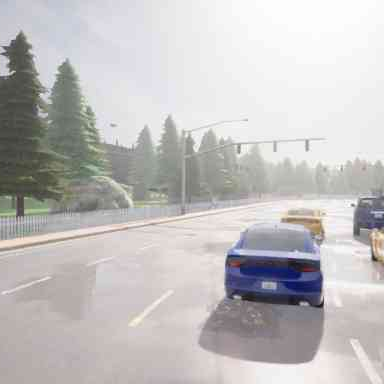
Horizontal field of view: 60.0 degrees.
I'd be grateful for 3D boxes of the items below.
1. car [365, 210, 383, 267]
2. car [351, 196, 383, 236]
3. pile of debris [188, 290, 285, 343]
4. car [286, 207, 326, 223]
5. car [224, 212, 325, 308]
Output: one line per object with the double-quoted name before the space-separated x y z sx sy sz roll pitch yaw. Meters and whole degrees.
"car" 6.150 1.478 9.041 1.882 1.535 5.008 0 0 21
"car" 9.997 1.221 18.153 2.150 2.045 5.566 0 0 26
"pile of debris" 0.911 2.175 6.049 1.500 0.140 1.860 0 0 16
"car" 5.721 1.478 17.008 1.882 1.535 5.008 0 0 24
"car" 2.111 1.478 8.138 1.882 1.535 5.008 0 0 18
